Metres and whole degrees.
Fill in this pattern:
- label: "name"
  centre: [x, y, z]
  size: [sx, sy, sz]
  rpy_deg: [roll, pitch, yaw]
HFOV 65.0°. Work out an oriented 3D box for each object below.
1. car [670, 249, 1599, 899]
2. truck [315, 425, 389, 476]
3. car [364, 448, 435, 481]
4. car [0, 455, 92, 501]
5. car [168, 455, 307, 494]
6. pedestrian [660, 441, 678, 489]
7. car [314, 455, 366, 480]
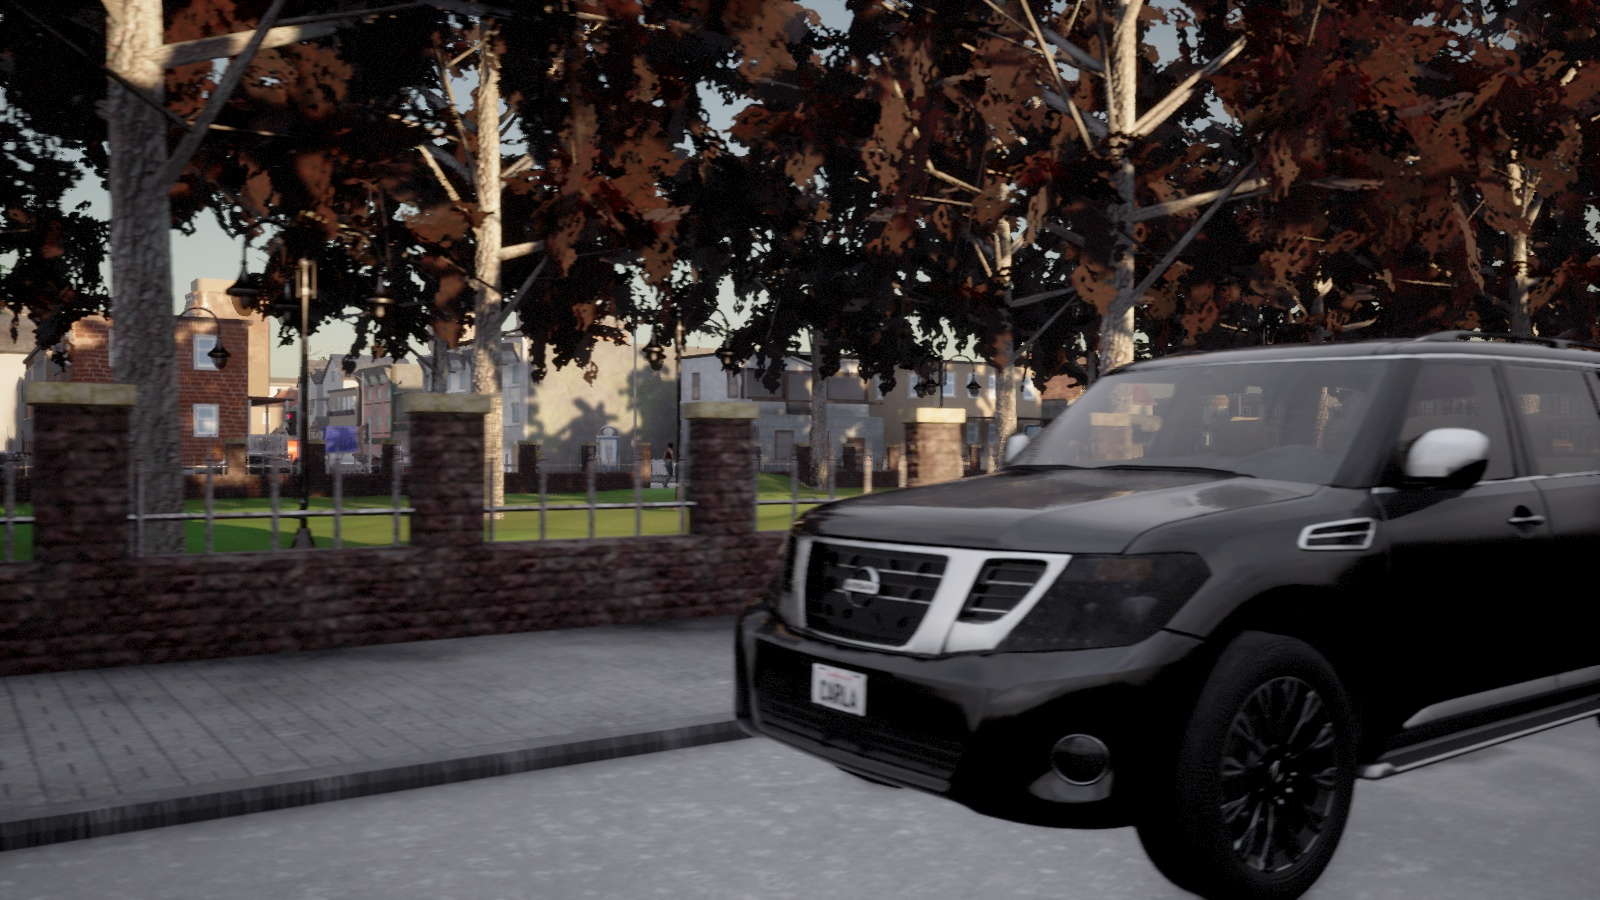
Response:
- label: "car"
  centre: [2.359, 0.473, 5.915]
  size: [5.566, 2.045, 2.150]
  rpy_deg: [0, 0, -35]
- label: "truck"
  centre: [-31.520, 0.046, 88.159]
  size: [2.891, 3.462, 7.936]
  rpy_deg: [0, 0, -35]
- label: "car"
  centre: [-21.172, 0.731, 66.255]
  size: [2.152, 1.651, 5.027]
  rpy_deg: [0, 0, -35]
- label: "car"
  centre: [-26.130, 0.906, 41.173]
  size: [4.892, 1.490, 1.837]
  rpy_deg: [0, 0, -37]
- label: "car"
  centre: [-21.914, 0.937, 49.004]
  size: [4.674, 1.442, 1.812]
  rpy_deg: [0, 0, -35]
- label: "pedestrian"
  centre: [-5.157, 0.586, 49.334]
  size: [0.594, 1.836, 0.345]
  rpy_deg: [0, 0, -35]
- label: "car"
  centre: [-27.739, 1.015, 75.707]
  size: [1.812, 1.442, 4.674]
  rpy_deg: [0, 0, -35]
